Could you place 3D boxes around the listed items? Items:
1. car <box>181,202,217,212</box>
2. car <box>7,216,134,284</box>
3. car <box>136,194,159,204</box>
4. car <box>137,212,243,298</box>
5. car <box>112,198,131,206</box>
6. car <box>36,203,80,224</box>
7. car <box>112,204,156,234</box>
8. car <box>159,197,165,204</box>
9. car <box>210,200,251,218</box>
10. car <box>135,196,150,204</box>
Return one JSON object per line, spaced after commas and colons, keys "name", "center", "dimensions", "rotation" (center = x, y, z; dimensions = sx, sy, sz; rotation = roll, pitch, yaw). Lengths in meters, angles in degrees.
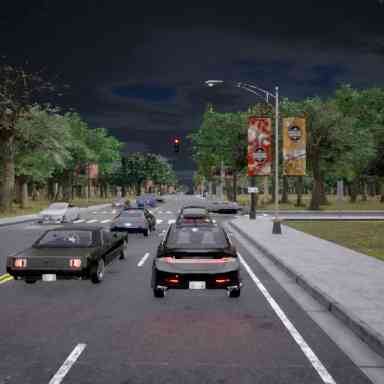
{"name": "car", "center": [0.115, 1.512, 17.932], "dimensions": [1.837, 1.490, 4.892], "rotation": [0, 0, 0]}
{"name": "car", "center": [-3.139, 1.603, 9.578], "dimensions": [1.895, 1.301, 4.718], "rotation": [0, 0, 0]}
{"name": "car", "center": [-6.499, 1.253, 48.272], "dimensions": [2.150, 2.045, 5.566], "rotation": [0, 0, 0]}
{"name": "car", "center": [0.107, 1.493, 8.513], "dimensions": [2.128, 1.511, 4.902], "rotation": [0, 0, 0]}
{"name": "car", "center": [-9.761, 1.523, 46.051], "dimensions": [2.128, 1.511, 4.902], "rotation": [0, 0, 0]}
{"name": "car", "center": [-9.805, 1.537, 24.807], "dimensions": [1.812, 1.442, 4.674], "rotation": [0, 0, 0]}
{"name": "car", "center": [-3.137, 1.571, 18.333], "dimensions": [1.994, 1.385, 4.181], "rotation": [0, 0, 0]}
{"name": "car", "center": [-6.408, 1.656, 65.707], "dimensions": [1.895, 1.301, 4.718], "rotation": [0, 0, 1]}
{"name": "car", "center": [3.124, 1.503, 30.408], "dimensions": [4.902, 1.511, 2.128], "rotation": [0, 0, 11]}
{"name": "car", "center": [-9.667, 1.546, 64.824], "dimensions": [2.128, 1.511, 4.902], "rotation": [0, 0, 1]}
